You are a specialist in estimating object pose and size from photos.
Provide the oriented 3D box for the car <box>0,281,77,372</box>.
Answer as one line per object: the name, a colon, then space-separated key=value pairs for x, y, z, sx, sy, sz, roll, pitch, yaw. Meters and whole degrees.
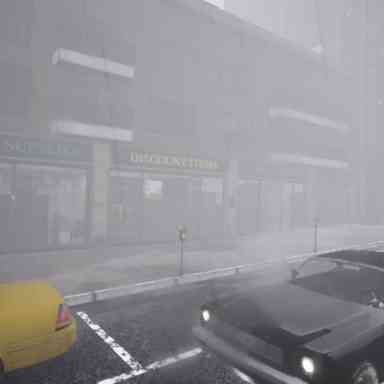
car: x=-3.764 y=1.525 z=3.386 sx=4.829 sy=1.417 sz=1.752 roll=0 pitch=2 yaw=-35

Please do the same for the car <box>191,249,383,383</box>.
car: x=2.334 y=1.605 z=4.739 sx=4.718 sy=1.301 sz=1.895 roll=0 pitch=0 yaw=-36
